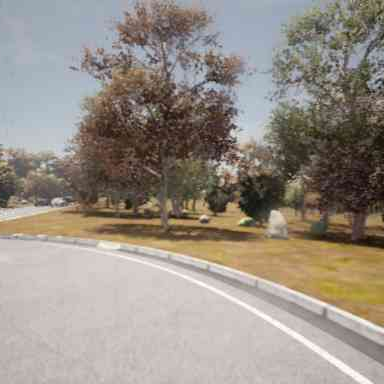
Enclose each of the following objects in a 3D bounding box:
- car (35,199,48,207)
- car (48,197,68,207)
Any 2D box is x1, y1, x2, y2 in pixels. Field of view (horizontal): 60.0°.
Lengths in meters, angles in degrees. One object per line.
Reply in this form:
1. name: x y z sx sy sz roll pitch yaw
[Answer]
1. car: -26.144 1.856 58.774 1.994 1.385 4.181 -1 0 -8
2. car: -22.082 1.755 55.568 1.812 1.442 4.674 -1 0 -8
